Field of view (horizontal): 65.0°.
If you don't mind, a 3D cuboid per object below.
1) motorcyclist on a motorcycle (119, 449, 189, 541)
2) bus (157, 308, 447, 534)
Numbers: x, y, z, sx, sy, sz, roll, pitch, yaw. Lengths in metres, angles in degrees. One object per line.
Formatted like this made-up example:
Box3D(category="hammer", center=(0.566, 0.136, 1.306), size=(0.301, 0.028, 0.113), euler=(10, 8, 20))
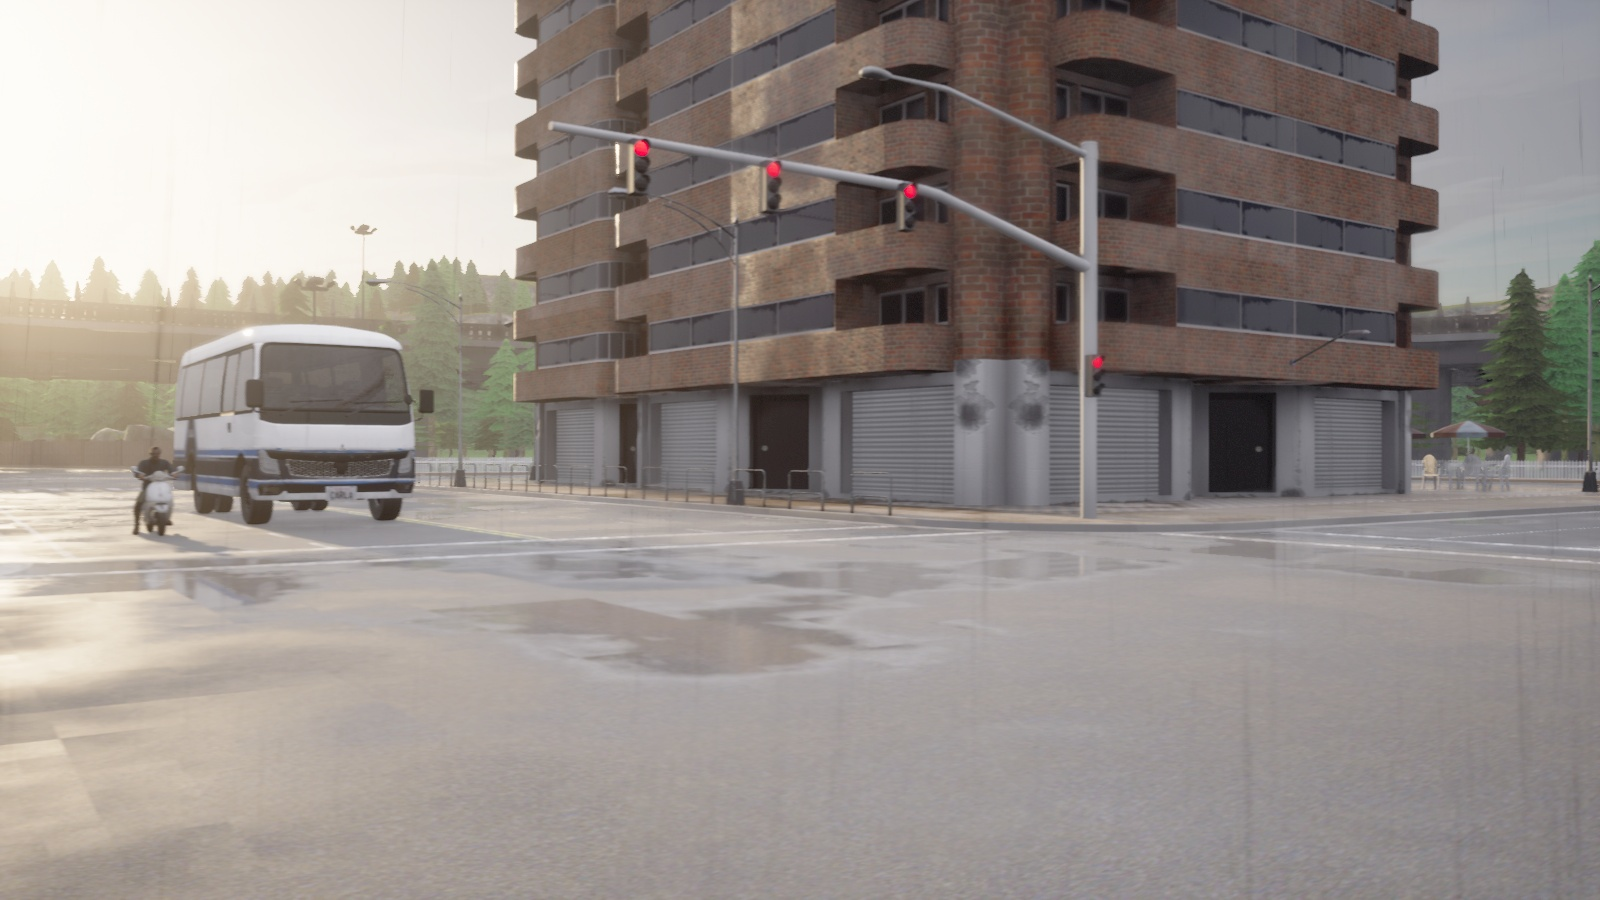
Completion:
Box3D(category="motorcyclist on a motorcycle", center=(-11.661, 0.778, 22.638), size=(0.866, 1.590, 1.817), euler=(0, 0, -35))
Box3D(category="bus", center=(-11.849, -0.537, 28.984), size=(3.944, 4.253, 10.273), euler=(0, 0, -35))
